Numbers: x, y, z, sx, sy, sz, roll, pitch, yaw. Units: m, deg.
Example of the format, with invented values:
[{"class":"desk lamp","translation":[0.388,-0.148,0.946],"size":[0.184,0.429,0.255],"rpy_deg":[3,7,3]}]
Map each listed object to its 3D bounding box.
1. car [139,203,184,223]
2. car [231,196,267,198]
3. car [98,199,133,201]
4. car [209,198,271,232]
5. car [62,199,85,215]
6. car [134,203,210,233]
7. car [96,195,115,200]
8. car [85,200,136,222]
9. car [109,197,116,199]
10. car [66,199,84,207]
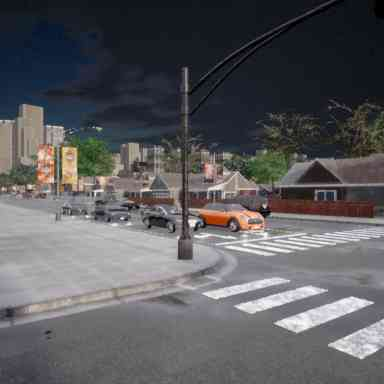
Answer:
[{"class":"car","translation":[-2.643,1.706,27.930],"size":[1.994,1.385,4.181],"rpy_deg":[0,0,-34]},{"class":"car","translation":[4.447,1.343,29.522],"size":[2.150,2.045,5.566],"rpy_deg":[0,0,-35]},{"class":"car","translation":[-8.460,1.767,36.107],"size":[1.994,1.385,4.181],"rpy_deg":[0,0,-35]},{"class":"car","translation":[2.366,1.440,20.911],"size":[2.097,1.767,4.553],"rpy_deg":[0,0,-36]},{"class":"car","translation":[-13.105,1.730,37.033],"size":[1.837,1.490,4.892],"rpy_deg":[0,0,-35]},{"class":"car","translation":[-1.377,1.592,20.540],"size":[2.128,1.511,4.902],"rpy_deg":[0,0,-35]},{"class":"car","translation":[-14.686,1.541,56.401],"size":[2.150,2.045,5.566],"rpy_deg":[0,0,-35]},{"class":"car","translation":[-7.092,1.710,28.556],"size":[2.033,1.411,5.357],"rpy_deg":[0,0,-36]},{"class":"car","translation":[-8.395,1.707,41.951],"size":[1.882,1.535,5.008],"rpy_deg":[0,0,-35]},{"class":"car","translation":[-21.141,1.955,59.873],"size":[1.895,1.301,4.718],"rpy_deg":[0,0,-35]}]
